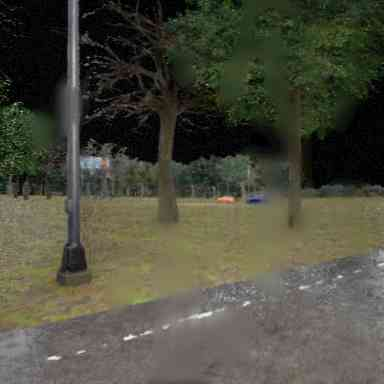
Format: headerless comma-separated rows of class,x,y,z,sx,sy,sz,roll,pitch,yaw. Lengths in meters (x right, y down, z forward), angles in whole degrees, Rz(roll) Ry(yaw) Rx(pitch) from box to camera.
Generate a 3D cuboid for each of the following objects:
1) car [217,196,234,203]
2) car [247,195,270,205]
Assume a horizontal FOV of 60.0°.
car,8.008,1.765,79.517,2.097,1.767,4.553,2,-1,-37
car,14.221,1.704,71.229,2.150,2.045,5.566,2,-1,-37
